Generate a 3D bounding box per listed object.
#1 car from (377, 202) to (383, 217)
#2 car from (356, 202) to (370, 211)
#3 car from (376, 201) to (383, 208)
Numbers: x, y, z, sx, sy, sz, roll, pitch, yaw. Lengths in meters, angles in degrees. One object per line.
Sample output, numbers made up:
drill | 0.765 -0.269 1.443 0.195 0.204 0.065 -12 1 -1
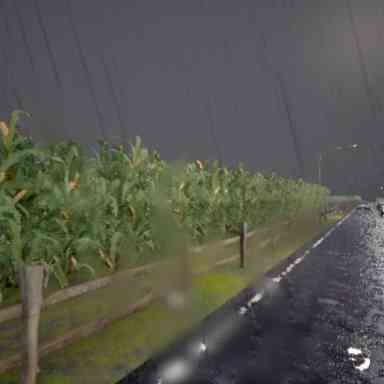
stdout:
car | 22.065 2.073 37.204 1.895 1.301 4.718 0 -1 29
car | 26.986 2.239 52.371 2.033 1.411 5.357 0 -1 28
car | 29.082 2.143 50.456 1.882 1.535 5.008 0 -1 28
